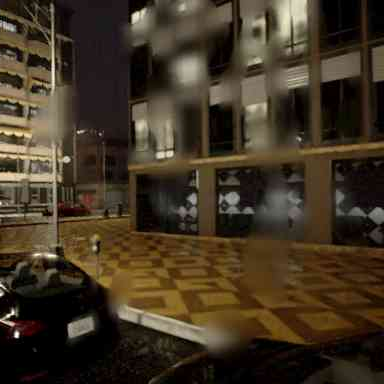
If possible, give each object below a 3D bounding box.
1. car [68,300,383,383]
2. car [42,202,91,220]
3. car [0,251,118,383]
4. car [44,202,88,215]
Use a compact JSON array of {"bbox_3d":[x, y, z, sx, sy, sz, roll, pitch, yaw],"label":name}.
[{"bbox_3d":[1.474,1.565,1.840,4.313,1.339,1.947,0,-1,36],"label":"car"},{"bbox_3d":[-10.610,1.634,28.361,1.802,1.307,4.206,-2,-1,35],"label":"car"},{"bbox_3d":[-2.954,1.579,4.997,4.313,1.339,1.947,0,-1,36],"label":"car"},{"bbox_3d":[-14.241,1.814,37.722,1.947,1.339,4.313,-2,-1,35],"label":"car"}]
